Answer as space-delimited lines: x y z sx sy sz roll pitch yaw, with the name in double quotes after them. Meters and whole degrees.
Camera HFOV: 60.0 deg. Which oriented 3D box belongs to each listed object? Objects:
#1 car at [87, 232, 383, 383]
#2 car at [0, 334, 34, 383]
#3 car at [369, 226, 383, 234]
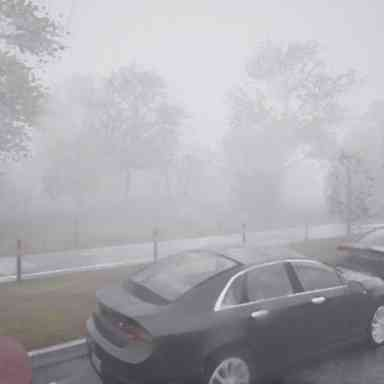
1.036 1.518 4.793 4.892 1.521 2.231 1 0 -33 "car"
-3.488 1.514 1.567 5.008 1.535 2.097 0 0 -33 "car"
5.547 1.500 8.010 5.008 1.535 2.097 0 0 -33 "car"
